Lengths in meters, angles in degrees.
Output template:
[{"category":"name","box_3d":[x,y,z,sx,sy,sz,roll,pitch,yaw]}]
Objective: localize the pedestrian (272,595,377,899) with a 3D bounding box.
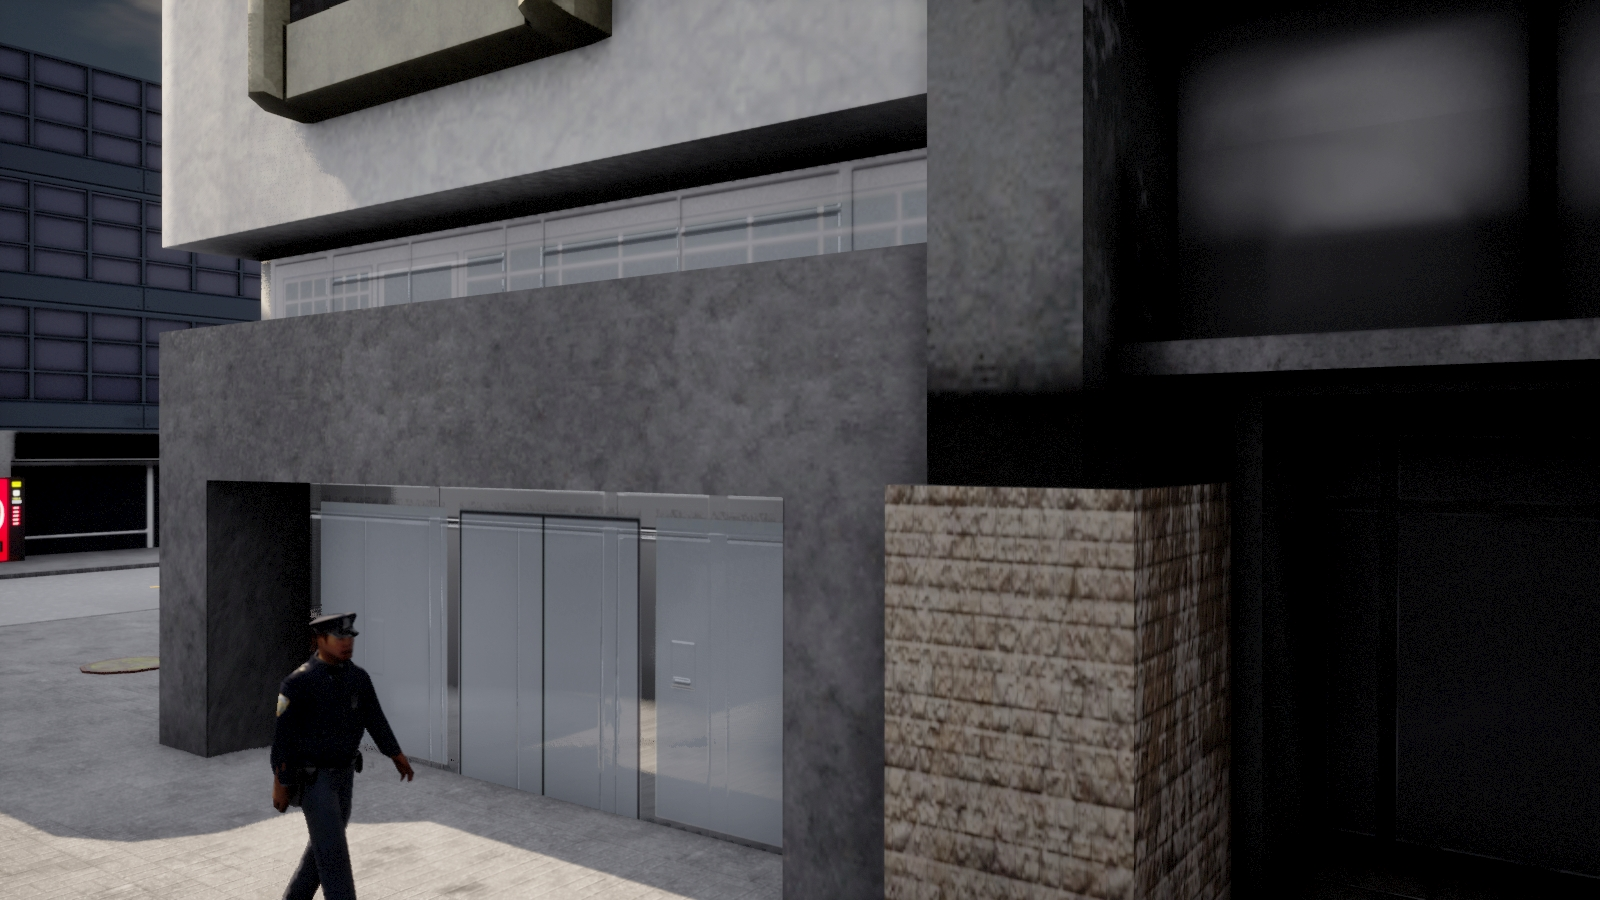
[{"category":"pedestrian","box_3d":[-2.562,1.744,6.161,0.375,1.860,0.375,0,0,31]}]
